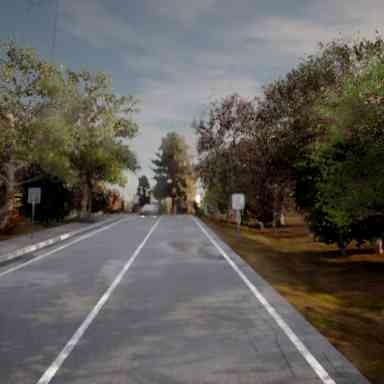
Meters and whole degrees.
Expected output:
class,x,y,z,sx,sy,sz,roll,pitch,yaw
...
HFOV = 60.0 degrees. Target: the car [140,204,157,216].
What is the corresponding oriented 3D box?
class,x,y,z,sx,sy,sz,roll,pitch,yaw
car,-5.526,2.323,42.818,1.812,1.442,4.674,0,-3,-2
